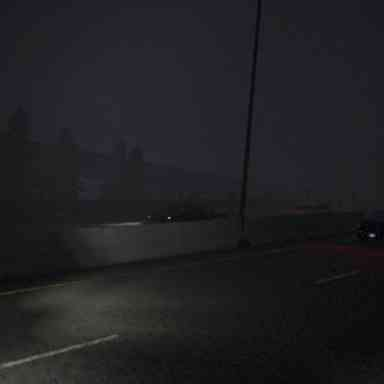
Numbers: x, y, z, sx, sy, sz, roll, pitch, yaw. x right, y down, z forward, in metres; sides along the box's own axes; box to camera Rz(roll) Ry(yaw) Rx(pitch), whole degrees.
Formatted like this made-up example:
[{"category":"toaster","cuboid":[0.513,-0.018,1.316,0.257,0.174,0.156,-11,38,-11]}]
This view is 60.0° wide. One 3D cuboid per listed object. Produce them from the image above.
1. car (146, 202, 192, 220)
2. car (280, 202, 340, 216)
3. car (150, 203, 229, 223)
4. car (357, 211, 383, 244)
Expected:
[{"category":"car","cuboid":[-1.043,1.494,24.749,4.892,1.490,1.837,0,0,-36]},{"category":"car","cuboid":[8.072,1.463,22.655,5.008,1.535,1.882,0,0,-36]},{"category":"car","cuboid":[-0.005,1.591,21.191,4.718,1.301,1.895,0,0,-36]},{"category":"car","cuboid":[8.983,1.514,14.461,4.674,1.442,1.812,0,0,-36]}]
